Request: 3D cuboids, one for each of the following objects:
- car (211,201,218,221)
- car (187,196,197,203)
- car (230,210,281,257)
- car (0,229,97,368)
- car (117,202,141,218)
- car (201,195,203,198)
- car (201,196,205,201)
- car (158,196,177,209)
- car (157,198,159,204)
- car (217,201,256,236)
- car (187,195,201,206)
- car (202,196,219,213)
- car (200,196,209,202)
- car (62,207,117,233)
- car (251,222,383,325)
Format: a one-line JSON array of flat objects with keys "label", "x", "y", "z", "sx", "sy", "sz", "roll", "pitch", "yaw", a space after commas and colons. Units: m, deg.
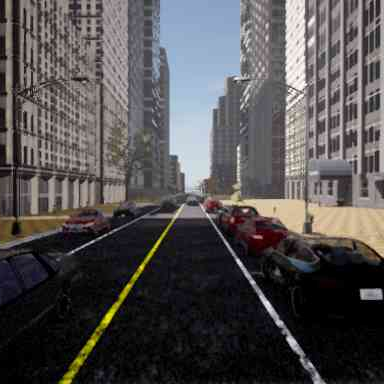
[{"label": "car", "x": 2.692, "y": 1.566, "z": 23.985, "sx": 1.947, "sy": 1.339, "sz": 4.313, "roll": -1, "pitch": 0, "yaw": 0}, {"label": "car", "x": 0.030, "y": 1.511, "z": 69.867, "sx": 1.994, "sy": 1.385, "sz": 4.181, "roll": 0, "pitch": 0, "yaw": 0}, {"label": "car", "x": 2.687, "y": 1.582, "z": 12.700, "sx": 1.802, "sy": 1.307, "sz": 4.206, "roll": -1, "pitch": 0, "yaw": 0}, {"label": "car", "x": -3.099, "y": 1.548, "z": 4.441, "sx": 2.033, "sy": 1.411, "sz": 5.357, "roll": 0, "pitch": 0, "yaw": 0}, {"label": "car", "x": -5.687, "y": 1.566, "z": 29.629, "sx": 1.947, "sy": 1.339, "sz": 4.313, "roll": -1, "pitch": 0, "yaw": 0}, {"label": "car", "x": 2.704, "y": 1.522, "z": 52.369, "sx": 1.752, "sy": 1.417, "sz": 4.829, "roll": -1, "pitch": 0, "yaw": 0}, {"label": "car", "x": 2.702, "y": 1.542, "z": 46.556, "sx": 1.887, "sy": 1.381, "sz": 4.507, "roll": -1, "pitch": 0, "yaw": 0}, {"label": "car", "x": -3.065, "y": 1.599, "z": 44.875, "sx": 1.895, "sy": 1.301, "sz": 4.718, "roll": 0, "pitch": 0, "yaw": 0}, {"label": "car", "x": -5.672, "y": 1.545, "z": 63.477, "sx": 2.008, "sy": 1.369, "sz": 4.403, "roll": -1, "pitch": 0, "yaw": 0}, {"label": "car", "x": 2.689, "y": 1.440, "z": 18.343, "sx": 1.967, "sy": 1.590, "sz": 4.097, "roll": -1, "pitch": 0, "yaw": 0}, {"label": "car", "x": 0.023, "y": 1.543, "z": 54.624, "sx": 2.033, "sy": 1.411, "sz": 5.357, "roll": 0, "pitch": 0, "yaw": 0}, {"label": "car", "x": 2.366, "y": 1.525, "z": 36.533, "sx": 1.812, "sy": 1.442, "sz": 4.674, "roll": 0, "pitch": 0, "yaw": 0}, {"label": "car", "x": 2.714, "y": 1.535, "z": 74.771, "sx": 1.887, "sy": 1.381, "sz": 4.507, "roll": -1, "pitch": 0, "yaw": 0}, {"label": "car", "x": -5.690, "y": 1.582, "z": 18.347, "sx": 1.802, "sy": 1.307, "sz": 4.206, "roll": -1, "pitch": 0, "yaw": 0}, {"label": "car", "x": 2.685, "y": 1.566, "z": 7.057, "sx": 1.947, "sy": 1.339, "sz": 4.313, "roll": -1, "pitch": 0, "yaw": 0}]
